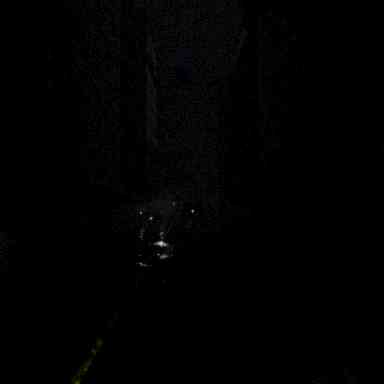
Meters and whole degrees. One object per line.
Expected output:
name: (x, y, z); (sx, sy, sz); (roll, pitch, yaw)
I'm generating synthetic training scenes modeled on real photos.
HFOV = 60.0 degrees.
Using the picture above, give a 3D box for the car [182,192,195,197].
car: (0.064, 1.216, 42.581); (2.097, 1.767, 4.553); (0, 0, 0)

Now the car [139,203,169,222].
car: (-2.871, 1.542, 25.560); (1.895, 1.301, 4.718); (0, 0, 0)

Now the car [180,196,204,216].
car: (0.073, 1.421, 31.381); (1.837, 1.490, 4.892); (0, 0, 0)

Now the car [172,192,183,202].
car: (-2.815, 1.289, 66.362); (1.994, 1.385, 4.181); (0, 0, 0)
